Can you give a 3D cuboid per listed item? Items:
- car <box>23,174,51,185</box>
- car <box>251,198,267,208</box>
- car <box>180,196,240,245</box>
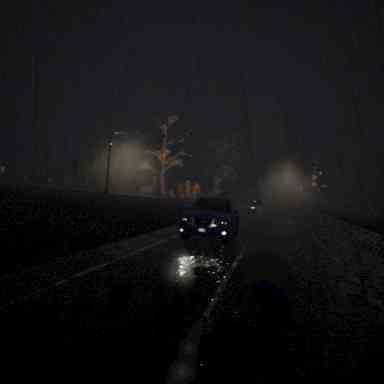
[{"bbox_3d":[-31.474,-2.555,67.636,5.566,2.045,2.150,5,0,14],"label":"car"},{"bbox_3d":[11.375,1.948,57.728,1.994,1.385,4.181,5,0,14],"label":"car"},{"bbox_3d":[1.078,1.250,16.396,2.150,2.045,5.566,4,0,14],"label":"car"}]
